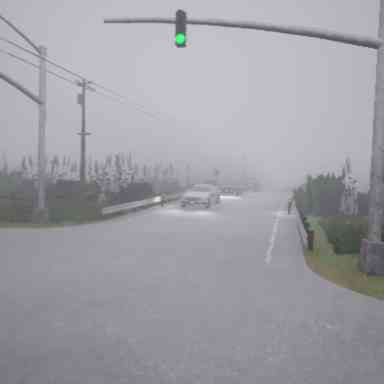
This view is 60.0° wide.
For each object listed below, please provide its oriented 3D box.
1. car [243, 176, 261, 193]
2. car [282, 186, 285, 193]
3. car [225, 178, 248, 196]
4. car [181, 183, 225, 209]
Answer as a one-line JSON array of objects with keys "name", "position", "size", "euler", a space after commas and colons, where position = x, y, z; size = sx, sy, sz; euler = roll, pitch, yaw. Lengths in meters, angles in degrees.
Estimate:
[{"name": "car", "position": [7.388, -1.014, 42.436], "size": [2.150, 2.045, 5.566], "euler": [3, 1, 21]}, {"name": "car", "position": [16.698, -0.612, 58.024], "size": [1.882, 1.535, 5.008], "euler": [2, 1, 18]}, {"name": "car", "position": [3.845, -0.394, 32.489], "size": [1.994, 1.385, 4.181], "euler": [2, 3, 18]}, {"name": "car", "position": [0.715, 0.189, 22.990], "size": [1.812, 1.442, 4.674], "euler": [2, 5, 17]}]
